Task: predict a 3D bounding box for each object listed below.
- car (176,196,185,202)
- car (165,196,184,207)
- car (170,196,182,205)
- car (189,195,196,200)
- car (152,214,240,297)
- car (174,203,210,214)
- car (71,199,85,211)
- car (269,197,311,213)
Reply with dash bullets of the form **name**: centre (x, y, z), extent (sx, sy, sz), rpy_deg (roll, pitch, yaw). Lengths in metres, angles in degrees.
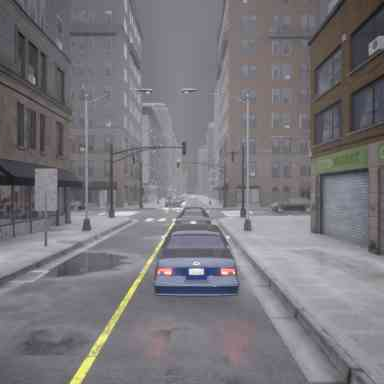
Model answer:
- **car**: centre (-2.655, 1.599, 78.845), extent (1.895, 1.301, 4.718), rpy_deg (0, 0, 0)
- **car**: centre (-2.811, 1.351, 49.799), extent (2.097, 1.767, 4.553), rpy_deg (0, 0, 1)
- **car**: centre (-2.759, 1.526, 58.528), extent (1.812, 1.442, 4.674), rpy_deg (0, 0, 0)
- **car**: centre (0.110, 1.530, 91.501), extent (1.812, 1.442, 4.674), rpy_deg (0, 0, 0)
- **car**: centre (0.093, 1.547, 8.768), extent (2.033, 1.411, 5.357), rpy_deg (0, 0, 0)
- **car**: centre (0.085, 1.563, 19.315), extent (1.994, 1.385, 4.181), rpy_deg (0, 0, 1)
- **car**: centre (-14.698, 1.539, 39.244), extent (4.313, 1.339, 1.947), rpy_deg (0, 0, 0)
- **car**: centre (10.885, 1.353, 36.641), extent (4.553, 1.767, 2.097), rpy_deg (0, 0, 0)
